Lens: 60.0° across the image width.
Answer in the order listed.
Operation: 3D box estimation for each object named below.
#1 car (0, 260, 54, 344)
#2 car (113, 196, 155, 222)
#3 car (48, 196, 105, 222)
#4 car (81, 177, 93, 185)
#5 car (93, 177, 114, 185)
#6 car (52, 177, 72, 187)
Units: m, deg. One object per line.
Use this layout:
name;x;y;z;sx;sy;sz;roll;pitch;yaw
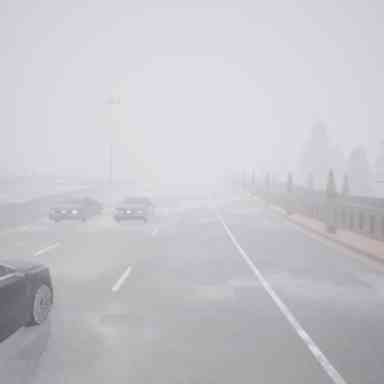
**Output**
car;-3.408;1.494;4.098;2.128;1.511;4.902;0;0;0
car;-3.402;0.933;20.353;2.033;1.411;5.357;0;4;0
car;-6.902;0.929;20.403;2.033;1.411;5.357;0;4;0
car;-17.527;-1.881;57.522;1.895;1.301;4.718;0;4;1
car;-14.057;-1.755;54.304;1.882;1.535;5.008;0;5;0
car;-21.050;-1.695;54.156;1.812;1.442;4.674;0;4;1
